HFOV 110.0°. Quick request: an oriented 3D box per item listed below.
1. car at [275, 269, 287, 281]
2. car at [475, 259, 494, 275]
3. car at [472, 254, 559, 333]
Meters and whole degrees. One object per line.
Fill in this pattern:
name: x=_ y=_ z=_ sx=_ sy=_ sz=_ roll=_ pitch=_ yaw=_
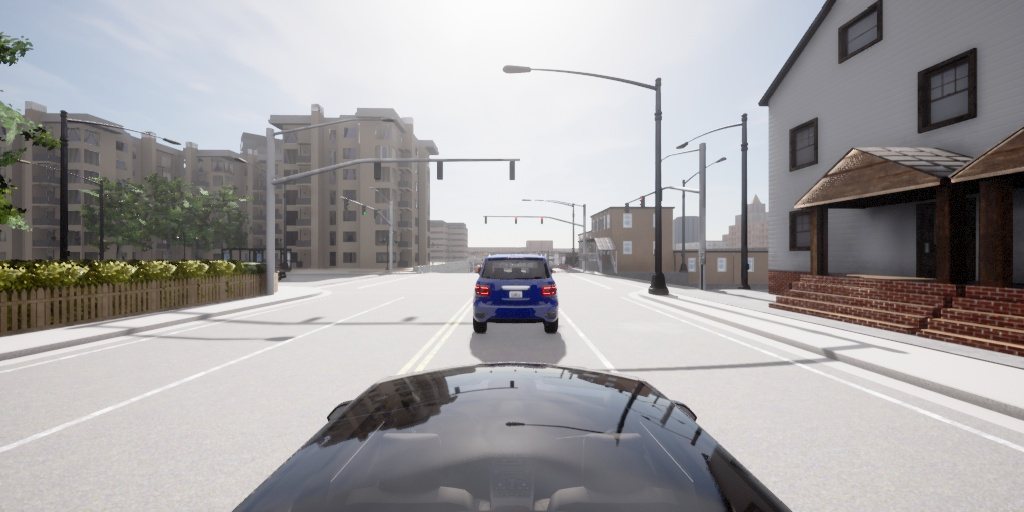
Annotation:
car: x=-20.346 y=1.255 z=28.079 sx=4.892 sy=1.490 sz=1.837 roll=0 pitch=0 yaw=1
car: x=-3.561 y=1.506 z=46.897 sx=2.097 sy=1.767 sz=4.553 roll=1 pitch=-5 yaw=0
car: x=0.101 y=0.971 z=10.877 sx=2.150 sy=2.045 sz=5.566 roll=0 pitch=0 yaw=0
